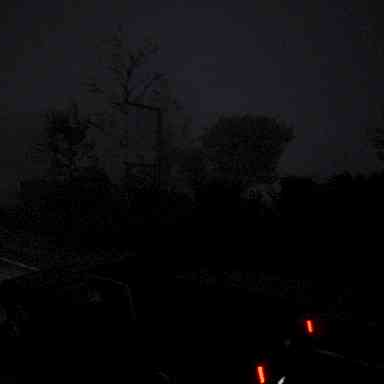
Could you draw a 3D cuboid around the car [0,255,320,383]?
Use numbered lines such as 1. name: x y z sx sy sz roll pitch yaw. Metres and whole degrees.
1. car: -0.850 1.609 4.755 4.718 1.301 1.895 0 0 37
